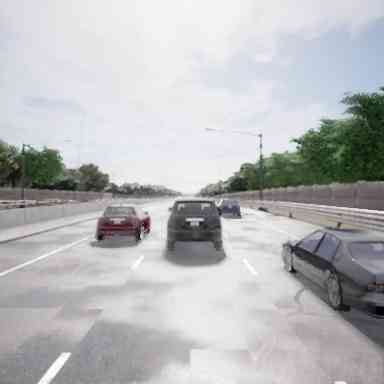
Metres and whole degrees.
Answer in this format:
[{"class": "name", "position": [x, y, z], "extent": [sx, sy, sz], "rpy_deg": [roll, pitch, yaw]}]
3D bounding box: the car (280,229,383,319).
[{"class": "car", "position": [3.601, 1.564, 7.694], "extent": [2.033, 1.411, 5.357], "rpy_deg": [0, 0, 0]}]

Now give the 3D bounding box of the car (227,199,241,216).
[{"class": "car", "position": [3.600, 1.469, 33.660], "extent": [2.097, 1.767, 4.553], "rpy_deg": [0, 0, 0]}]

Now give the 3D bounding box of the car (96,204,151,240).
[{"class": "car", "position": [-3.399, 1.399, 17.322], "extent": [2.097, 1.767, 4.553], "rpy_deg": [0, 0, 0]}]

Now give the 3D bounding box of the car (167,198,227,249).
[{"class": "car", "position": [0.101, 1.261, 14.812], "extent": [2.150, 2.045, 5.566], "rpy_deg": [0, 0, 0]}]

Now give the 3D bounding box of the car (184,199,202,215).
[{"class": "car", "position": [0.101, 1.619, 36.744], "extent": [1.882, 1.535, 5.008], "rpy_deg": [0, 0, 0]}]
